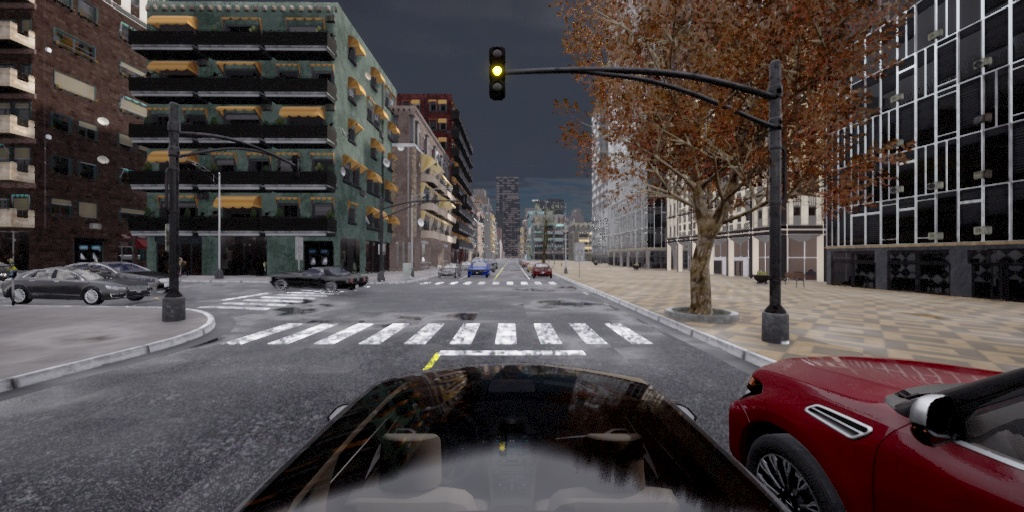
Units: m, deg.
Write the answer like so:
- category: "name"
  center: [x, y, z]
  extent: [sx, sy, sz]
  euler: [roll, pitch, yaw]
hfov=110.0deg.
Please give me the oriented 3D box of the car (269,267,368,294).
- category: "car"
  center: [-10.445, 1.255, 19.390]
  extent: [4.718, 1.301, 1.895]
  euler: [2, 0, 9]

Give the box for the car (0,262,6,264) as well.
- category: "car"
  center: [-33.187, 0.867, 21.868]
  extent: [4.403, 1.370, 2.007]
  euler: [0, 0, -1]

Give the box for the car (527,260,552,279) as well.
- category: "car"
  center: [2.692, 1.304, 33.071]
  extent: [1.888, 1.381, 4.507]
  euler: [0, 0, 0]

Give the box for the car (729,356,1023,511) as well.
- category: "car"
  center: [2.692, 1.065, 0.684]
  extent: [2.192, 1.841, 5.009]
  euler: [0, 0, 0]

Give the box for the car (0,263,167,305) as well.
- category: "car"
  center: [-16.434, 1.090, 13.656]
  extent: [4.403, 1.370, 2.007]
  euler: [0, 0, -1]

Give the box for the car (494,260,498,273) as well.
- category: "car"
  center: [-3.087, 1.333, 44.356]
  extent: [1.994, 1.385, 4.181]
  euler: [0, 0, 0]

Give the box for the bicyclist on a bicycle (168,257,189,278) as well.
- category: "bicyclist on a bicycle"
  center: [-23.168, 0.759, 24.917]
  extent: [0.582, 1.620, 1.656]
  euler: [1, 0, -1]

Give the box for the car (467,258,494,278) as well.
- category: "car"
  center: [-3.091, 1.238, 34.359]
  extent: [1.882, 1.535, 5.008]
  euler: [0, 0, 0]

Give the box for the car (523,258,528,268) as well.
- category: "car"
  center: [2.693, 1.294, 44.307]
  extent: [1.751, 1.417, 4.829]
  euler: [0, 0, 0]

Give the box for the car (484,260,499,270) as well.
- category: "car"
  center: [-3.080, 1.327, 54.720]
  extent: [2.033, 1.411, 5.357]
  euler: [0, 0, 0]

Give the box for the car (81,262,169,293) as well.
- category: "car"
  center: [-18.042, 1.011, 16.229]
  extent: [4.902, 1.511, 2.128]
  euler: [1, 0, -1]

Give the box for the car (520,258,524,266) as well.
- category: "car"
  center: [2.694, 1.369, 60.734]
  extent: [1.802, 1.307, 4.207]
  euler: [0, 0, 0]

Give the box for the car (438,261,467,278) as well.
- category: "car"
  center: [-5.688, 1.309, 33.072]
  extent: [2.007, 1.370, 4.403]
  euler: [0, 0, 0]
